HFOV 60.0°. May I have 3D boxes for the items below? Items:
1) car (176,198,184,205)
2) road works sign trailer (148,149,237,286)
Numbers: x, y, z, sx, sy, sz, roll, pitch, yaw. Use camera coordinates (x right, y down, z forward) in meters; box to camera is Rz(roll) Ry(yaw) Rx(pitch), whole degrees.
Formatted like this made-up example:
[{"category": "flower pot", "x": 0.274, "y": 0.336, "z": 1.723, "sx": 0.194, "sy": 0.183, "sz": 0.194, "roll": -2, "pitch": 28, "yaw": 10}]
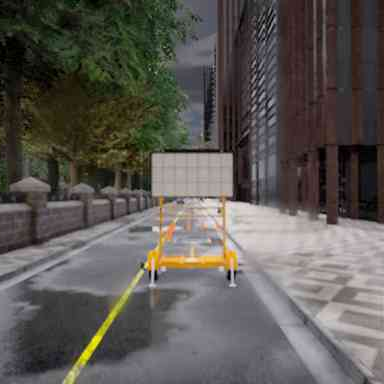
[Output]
[{"category": "car", "x": -2.922, "y": 2.373, "z": 83.684, "sx": 1.882, "sy": 1.535, "sz": 5.008, "roll": 0, "pitch": -1, "yaw": 0}, {"category": "road works sign trailer", "x": 0.012, "y": 0.573, "z": 9.687, "sx": 2.380, "sy": 3.560, "sz": 2.880, "roll": 0, "pitch": -1, "yaw": 0}]
